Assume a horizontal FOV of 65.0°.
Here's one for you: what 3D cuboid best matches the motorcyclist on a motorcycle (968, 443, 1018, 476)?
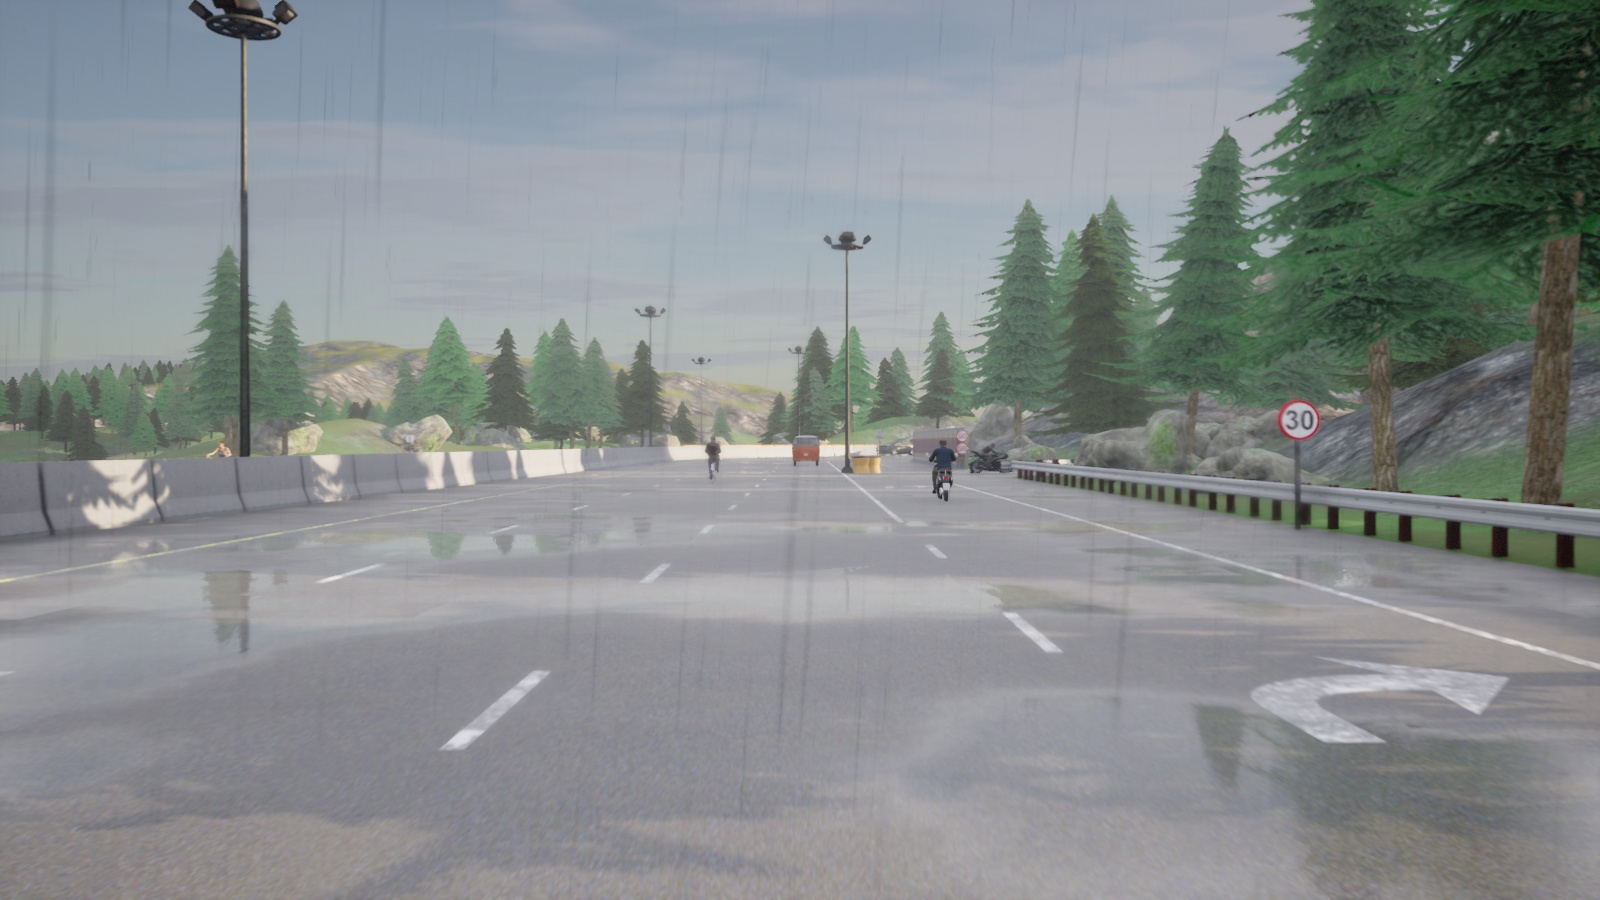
[{"bbox_3d":[9.260,0.448,60.264,2.191,1.530,0.866,0,2,-13],"label":"motorcyclist on a motorcycle"}]

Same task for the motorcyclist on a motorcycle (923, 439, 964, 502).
[{"bbox_3d":[3.704,0.519,32.571,0.866,1.590,1.817,0,0,0],"label":"motorcyclist on a motorcycle"}]

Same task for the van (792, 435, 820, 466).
[{"bbox_3d":[0.397,0.026,83.937,1.775,1.987,4.442,0,0,0],"label":"van"}]
